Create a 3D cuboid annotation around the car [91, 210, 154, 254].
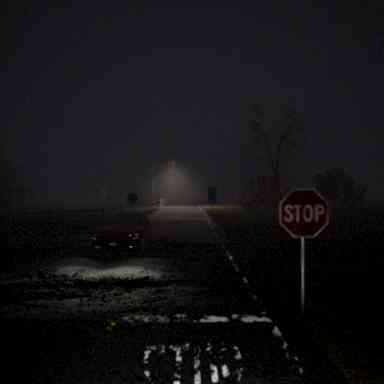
[{"bbox_3d":[-2.772,1.587,14.148,1.882,1.535,5.008,-1,-1,0],"label":"car"}]
